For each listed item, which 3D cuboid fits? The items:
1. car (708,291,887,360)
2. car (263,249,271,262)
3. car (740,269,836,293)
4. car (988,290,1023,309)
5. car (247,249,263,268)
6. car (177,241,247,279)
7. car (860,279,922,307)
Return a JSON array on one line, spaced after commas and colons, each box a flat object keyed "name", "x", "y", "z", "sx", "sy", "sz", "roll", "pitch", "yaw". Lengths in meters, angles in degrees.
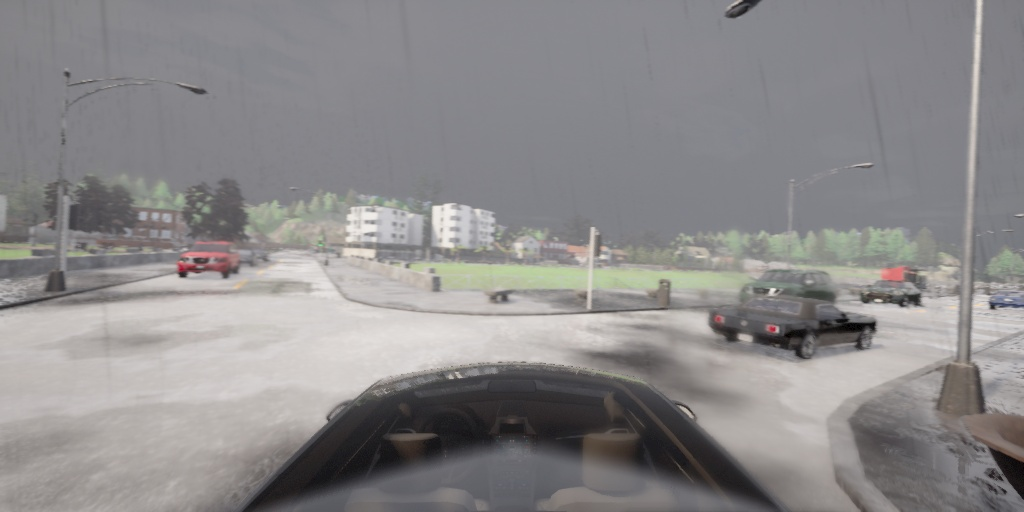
[{"name": "car", "x": 7.497, "y": 1.740, "z": 9.450, "sx": 4.718, "sy": 1.301, "sz": 1.895, "roll": 3, "pitch": 0, "yaw": -27}, {"name": "car", "x": -29.570, "y": -0.102, "z": 42.025, "sx": 2.128, "sy": 1.511, "sz": 4.902, "roll": 3, "pitch": 0, "yaw": -29}, {"name": "car", "x": 13.434, "y": 1.673, "z": 17.352, "sx": 5.566, "sy": 2.045, "sz": 2.150, "roll": 3, "pitch": 0, "yaw": -30}, {"name": "car", "x": 35.380, "y": 3.100, "z": 25.197, "sx": 5.357, "sy": 1.411, "sz": 2.033, "roll": 3, "pitch": 0, "yaw": -29}, {"name": "car", "x": -23.584, "y": 0.197, "z": 31.544, "sx": 1.812, "sy": 1.442, "sz": 4.674, "roll": 3, "pitch": 0, "yaw": -30}, {"name": "car", "x": -17.612, "y": 0.158, "z": 21.151, "sx": 2.150, "sy": 2.045, "sz": 5.566, "roll": 3, "pitch": 0, "yaw": -30}, {"name": "car", "x": 25.900, "y": 2.440, "z": 24.507, "sx": 4.553, "sy": 1.767, "sz": 2.097, "roll": 3, "pitch": 0, "yaw": -30}]
